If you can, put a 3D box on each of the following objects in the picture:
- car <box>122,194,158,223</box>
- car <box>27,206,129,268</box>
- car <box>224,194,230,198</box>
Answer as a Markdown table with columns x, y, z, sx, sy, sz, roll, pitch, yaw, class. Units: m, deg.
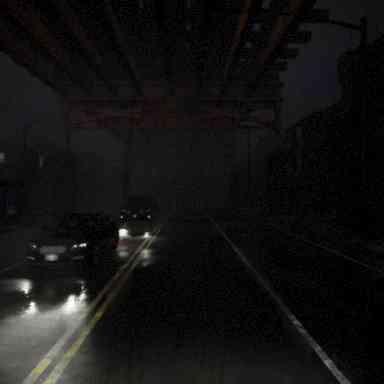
| x | y | z | sx | sy | sz | roll | pitch | yaw | class |
| --- | --- | --- | --- | --- | --- | --- | --- | --- | --- |
| -3.785 | 1.198 | 24.594 | 2.150 | 2.045 | 5.566 | 0 | 0 | -1 | car |
| -3.713 | 1.442 | 11.184 | 2.128 | 1.511 | 4.902 | 0 | 0 | -1 | car |
| 11.155 | 0.947 | 90.084 | 4.974 | 1.542 | 2.038 | 0 | 0 | 29 | car |
